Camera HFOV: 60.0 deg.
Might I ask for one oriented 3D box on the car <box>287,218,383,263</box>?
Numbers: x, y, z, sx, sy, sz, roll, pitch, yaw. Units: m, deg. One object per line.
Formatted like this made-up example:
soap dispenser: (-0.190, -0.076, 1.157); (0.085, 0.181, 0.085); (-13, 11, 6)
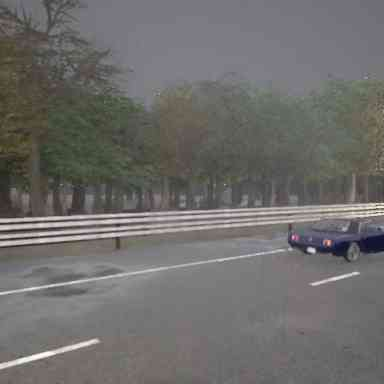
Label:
car: (5.673, 1.565, 11.853); (4.718, 1.301, 1.895); (0, 0, -34)
